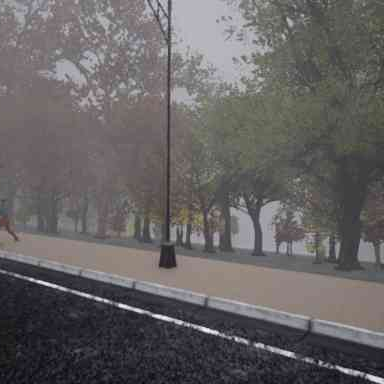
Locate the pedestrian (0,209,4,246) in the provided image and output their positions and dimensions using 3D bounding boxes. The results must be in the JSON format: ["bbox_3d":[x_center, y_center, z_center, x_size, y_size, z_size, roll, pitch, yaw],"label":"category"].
[{"bbox_3d":[-7.435,1.402,12.461,0.375,1.300,0.375,1,1,35],"label":"pedestrian"}]

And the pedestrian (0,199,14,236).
[{"bbox_3d":[-7.545,1.121,13.336,0.375,1.860,0.375,1,1,35],"label":"pedestrian"}]
